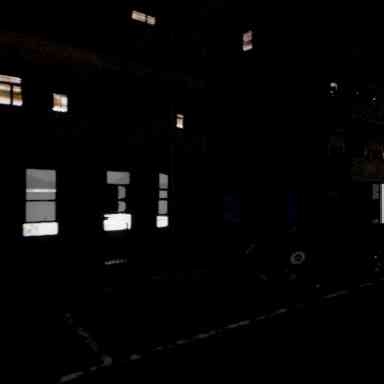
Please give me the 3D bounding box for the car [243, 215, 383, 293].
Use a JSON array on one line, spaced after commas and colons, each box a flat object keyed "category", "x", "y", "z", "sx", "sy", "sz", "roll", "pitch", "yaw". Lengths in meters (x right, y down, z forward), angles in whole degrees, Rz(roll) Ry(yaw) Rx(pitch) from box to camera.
[{"category": "car", "x": 3.276, "y": 1.465, "z": 8.900, "sx": 4.097, "sy": 1.590, "sz": 1.967, "roll": 0, "pitch": 0, "yaw": -36}]
